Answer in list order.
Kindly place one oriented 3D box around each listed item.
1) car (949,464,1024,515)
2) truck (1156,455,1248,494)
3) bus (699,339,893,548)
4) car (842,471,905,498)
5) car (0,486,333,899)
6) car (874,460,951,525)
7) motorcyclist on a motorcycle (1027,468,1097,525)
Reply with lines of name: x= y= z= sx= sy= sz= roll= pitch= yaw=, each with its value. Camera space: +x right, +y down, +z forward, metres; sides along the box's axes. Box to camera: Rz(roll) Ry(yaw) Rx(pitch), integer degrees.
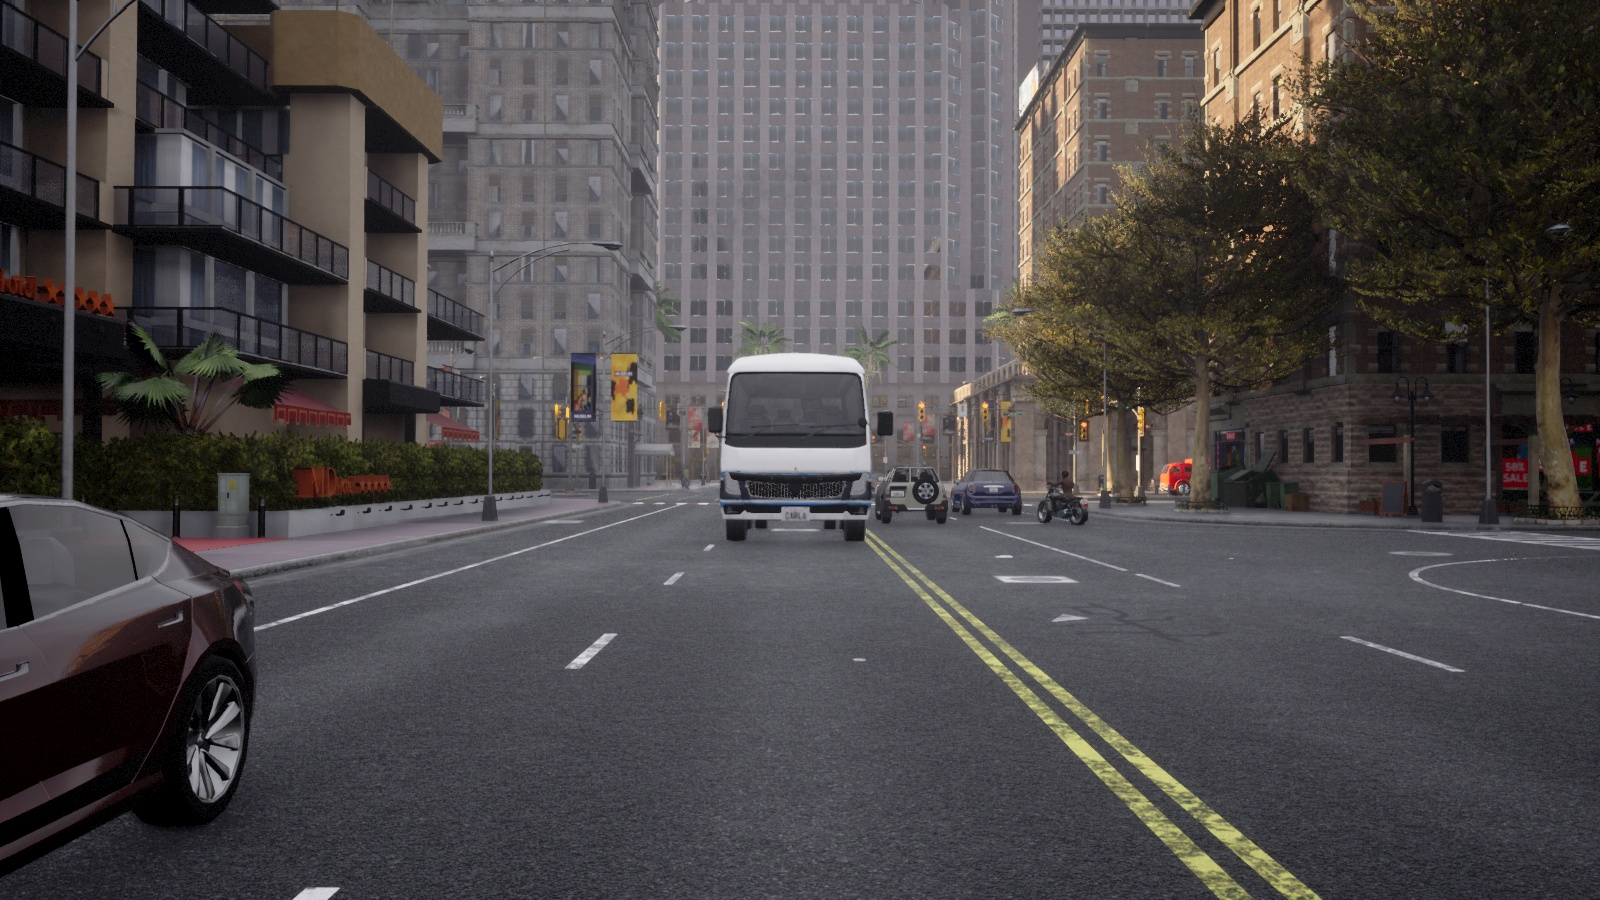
car: x=6.854 y=1.426 z=46.561 sx=2.097 sy=1.767 sz=4.553 roll=0 pitch=-1 yaw=0
truck: x=26.479 y=1.608 z=82.778 sx=5.204 sy=2.467 sz=2.627 roll=0 pitch=-1 yaw=0
bus: x=-0.102 y=-0.046 z=30.750 sx=3.944 sy=4.253 sz=10.273 roll=0 pitch=-1 yaw=0
car: x=4.278 y=2.009 z=73.638 sx=1.789 sy=1.549 sz=3.705 roll=0 pitch=-1 yaw=-35
car: x=-3.514 y=0.898 z=4.152 sx=2.163 sy=1.488 sz=4.792 roll=0 pitch=-1 yaw=0
car: x=3.377 y=1.264 z=38.578 sx=1.932 sy=1.855 sz=4.605 roll=0 pitch=-1 yaw=0
motorcyclist on a motorcycle: x=7.800 y=1.362 z=37.491 sx=0.766 sy=1.649 sz=2.350 roll=0 pitch=-1 yaw=-26
